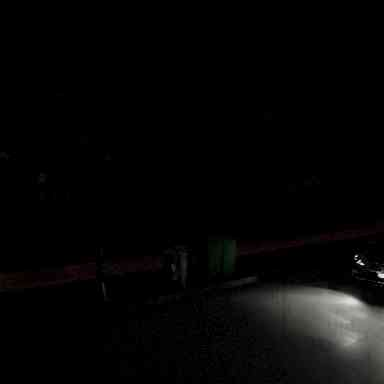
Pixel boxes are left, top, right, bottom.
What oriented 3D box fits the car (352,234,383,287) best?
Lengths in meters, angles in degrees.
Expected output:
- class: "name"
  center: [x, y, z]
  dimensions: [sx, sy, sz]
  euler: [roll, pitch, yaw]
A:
- class: "car"
  center: [6.096, 1.607, 8.804]
  dimensions: [4.892, 1.490, 1.837]
  euler: [1, -1, -38]
